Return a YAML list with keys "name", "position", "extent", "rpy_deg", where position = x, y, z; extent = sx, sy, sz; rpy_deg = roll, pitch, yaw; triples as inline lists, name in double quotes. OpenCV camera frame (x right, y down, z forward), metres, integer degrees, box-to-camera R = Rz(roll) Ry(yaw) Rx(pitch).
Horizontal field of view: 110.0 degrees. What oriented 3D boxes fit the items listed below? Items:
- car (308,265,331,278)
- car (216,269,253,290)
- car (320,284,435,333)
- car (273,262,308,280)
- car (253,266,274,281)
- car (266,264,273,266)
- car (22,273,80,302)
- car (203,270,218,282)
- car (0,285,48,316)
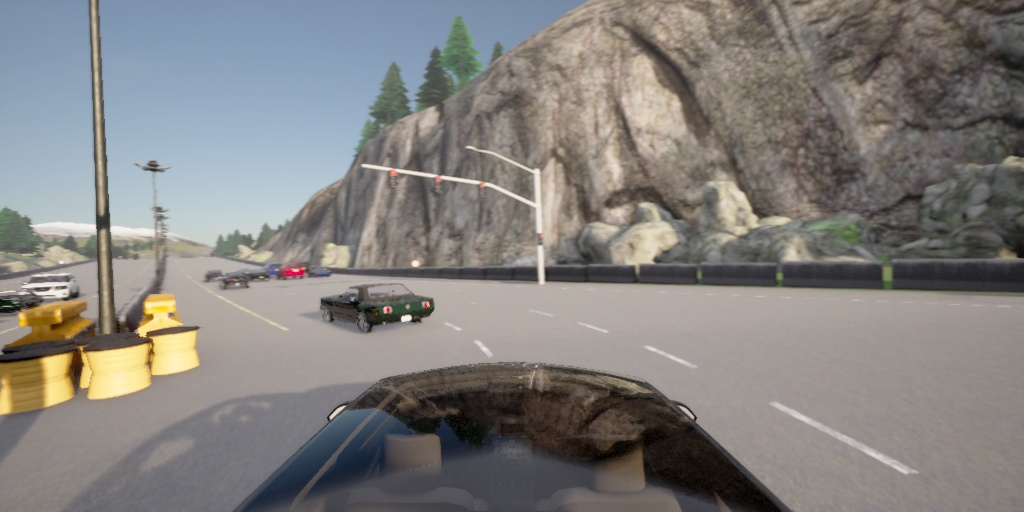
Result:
- name: "car"
  position: [-26.273, 2.227, 48.871]
  extent: [1.994, 1.385, 4.181]
  rpy_deg: [-2, 1, -44]
- name: "car"
  position: [-26.290, 2.288, 33.864]
  extent: [1.837, 1.490, 4.892]
  rpy_deg: [-2, 0, -44]
- name: "car"
  position: [-4.604, 1.565, 11.755]
  extent: [4.718, 1.301, 1.895]
  rpy_deg: [-3, 0, 44]
- name: "car"
  position: [-28.542, 1.986, 46.168]
  extent: [2.150, 2.045, 5.566]
  rpy_deg: [-2, 1, -44]
- name: "car"
  position: [-31.035, 2.348, 43.724]
  extent: [1.882, 1.535, 5.008]
  rpy_deg: [-2, 1, -44]
- name: "car"
  position: [-35.751, 2.140, 53.685]
  extent: [2.150, 2.045, 5.566]
  rpy_deg: [-2, 1, -44]
- name: "car"
  position: [-34.164, 2.335, 26.633]
  extent: [2.150, 2.045, 5.566]
  rpy_deg: [-2, 1, -44]
- name: "car"
  position: [-39.812, 2.619, 47.930]
  extent: [1.837, 1.490, 4.892]
  rpy_deg: [-2, 1, -44]
- name: "car"
  position: [-26.772, 2.473, 18.921]
  extent: [1.895, 1.301, 4.718]
  rpy_deg: [-2, 0, -44]
